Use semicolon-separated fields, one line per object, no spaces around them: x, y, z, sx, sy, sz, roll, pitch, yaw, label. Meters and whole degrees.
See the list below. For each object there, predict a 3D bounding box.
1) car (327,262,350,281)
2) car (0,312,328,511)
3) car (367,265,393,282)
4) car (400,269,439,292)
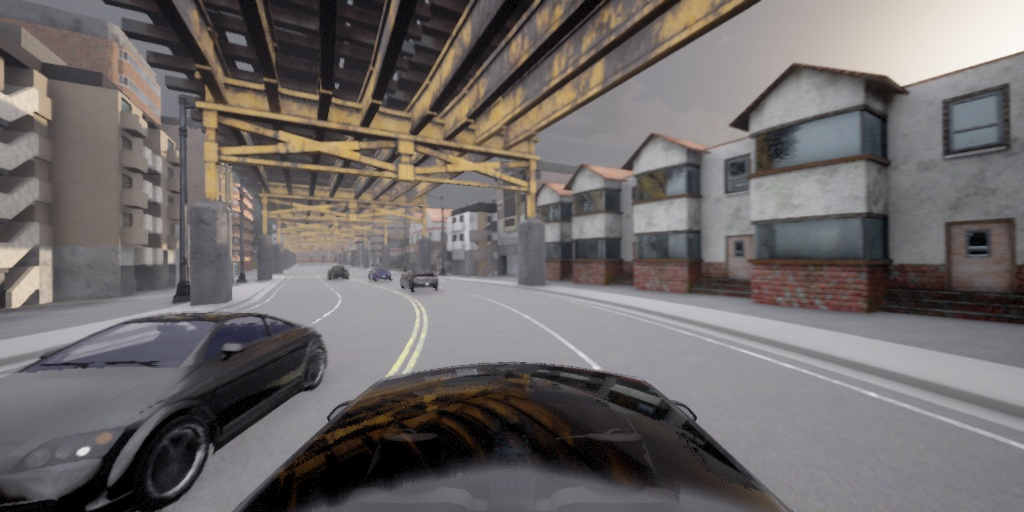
-20.181;1.921;41.643;2.097;1.767;4.553;0;-1;-30;car
-3.879;1.388;4.162;1.994;1.385;4.181;0;-1;-5;car
-14.394;1.973;39.038;1.812;1.442;4.674;0;-1;-30;car
-6.575;1.645;25.193;2.128;1.511;4.902;0;-1;-28;car
